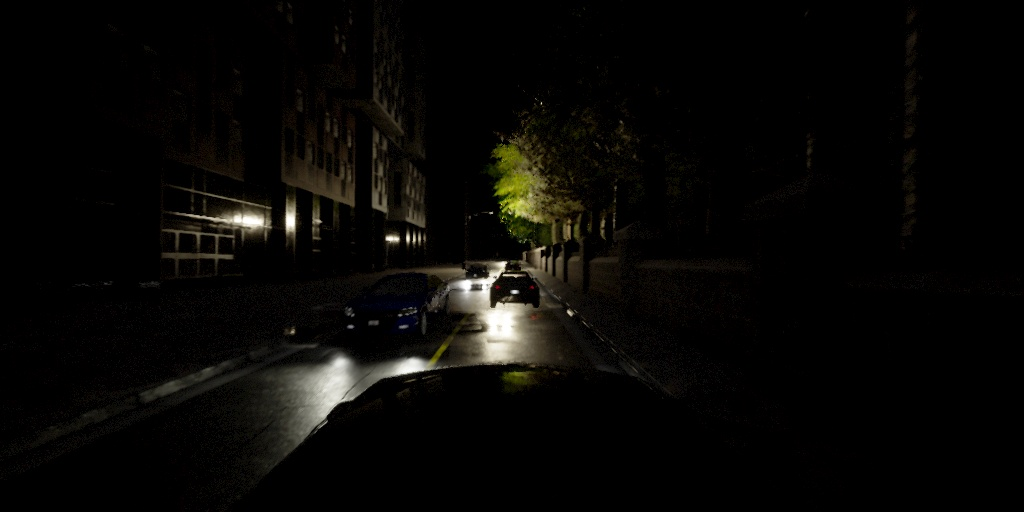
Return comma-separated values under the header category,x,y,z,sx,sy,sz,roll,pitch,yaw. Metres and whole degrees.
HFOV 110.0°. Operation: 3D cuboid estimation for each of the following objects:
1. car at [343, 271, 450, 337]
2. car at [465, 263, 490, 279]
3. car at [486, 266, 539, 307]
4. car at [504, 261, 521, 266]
category,x,y,z,sx,sy,sz,roll,pitch,yaw
car,-3.087,1.231,10.542,1.882,1.535,5.008,0,0,0
car,-3.041,1.331,32.182,1.895,1.301,4.718,0,0,1
car,0.102,1.315,15.500,1.994,1.385,4.181,0,0,0
car,0.105,1.237,41.408,1.812,1.442,4.674,0,0,0
